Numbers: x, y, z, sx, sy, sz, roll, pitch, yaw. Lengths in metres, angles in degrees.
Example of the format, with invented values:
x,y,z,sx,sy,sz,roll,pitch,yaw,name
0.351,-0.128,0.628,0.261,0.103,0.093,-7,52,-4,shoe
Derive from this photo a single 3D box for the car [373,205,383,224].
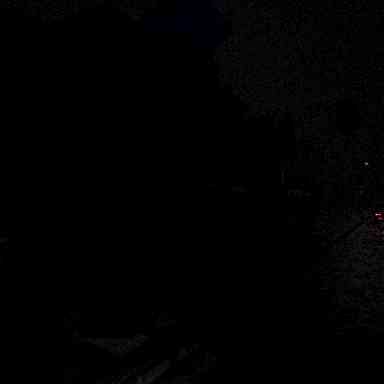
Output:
x,y,z,sx,sy,sz,roll,pitch,yaw,name
18.978,2.349,32.592,1.837,1.490,4.892,2,0,31,car

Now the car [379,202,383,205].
x,y,z,sx,sy,sz,roll,pitch,yaw,name
25.452,2.366,43.413,2.150,2.045,5.566,2,-1,32,car
